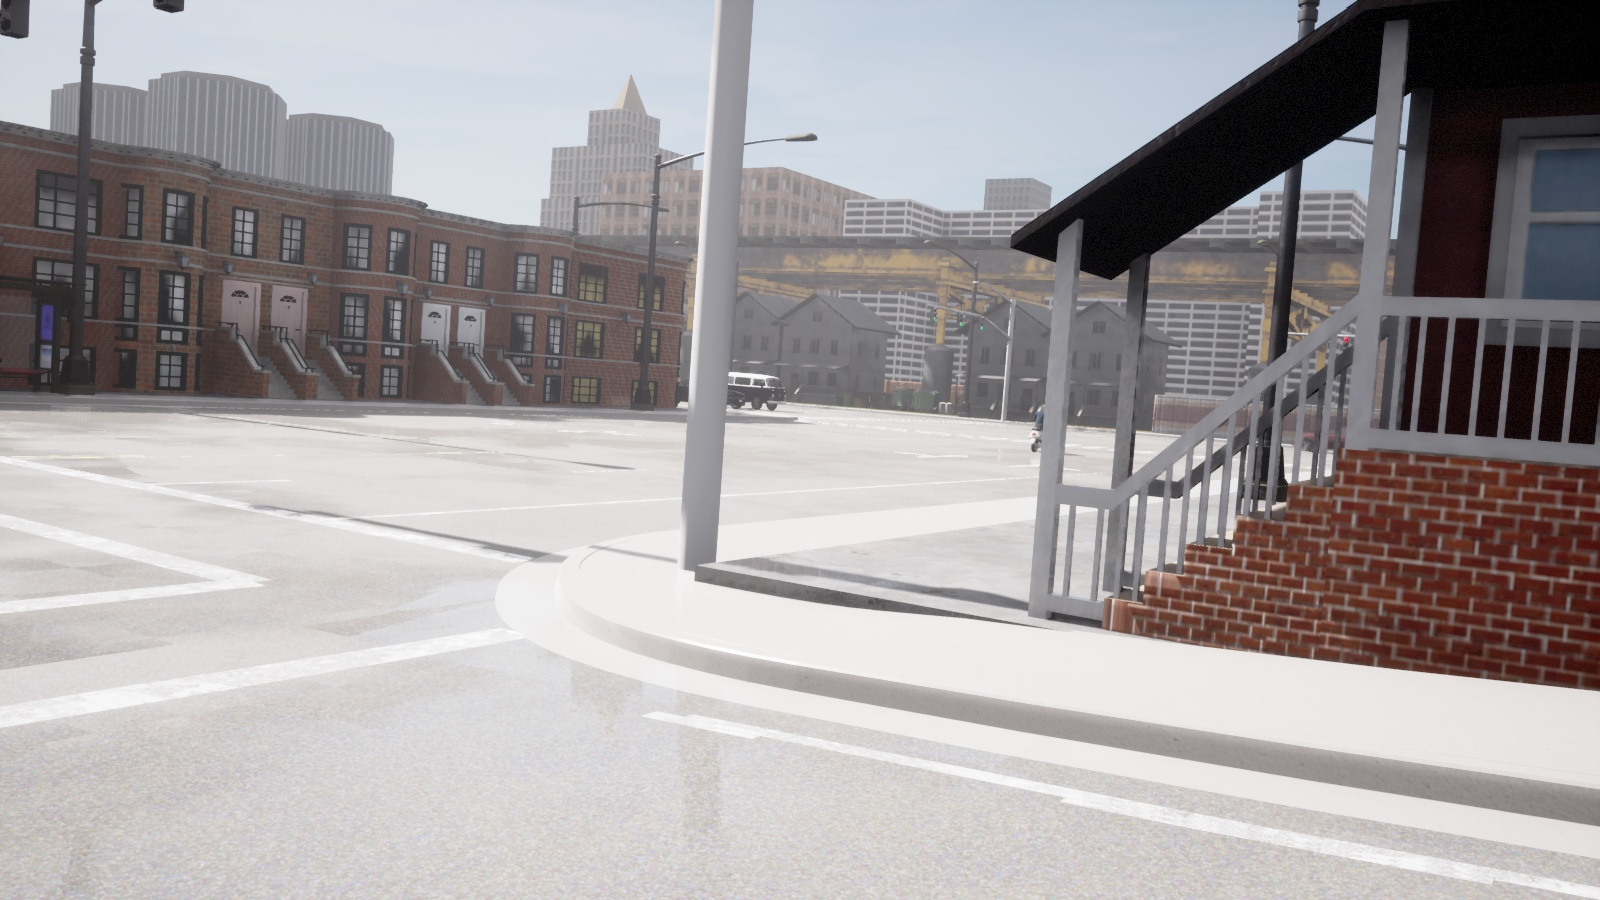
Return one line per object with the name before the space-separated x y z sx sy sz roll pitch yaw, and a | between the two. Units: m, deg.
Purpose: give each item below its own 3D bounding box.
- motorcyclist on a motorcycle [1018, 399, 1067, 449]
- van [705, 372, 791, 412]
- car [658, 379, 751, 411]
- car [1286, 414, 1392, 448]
motorcyclist on a motorcycle | 8.083 -0.857 41.774 0.866 1.590 1.817 5 4 34
van | -3.019 -3.350 72.557 4.480 2.038 2.069 5 4 34
car | -5.342 -3.072 69.899 5.008 1.535 1.882 5 4 34
car | 27.719 -1.001 64.638 4.674 1.442 1.812 5 4 34
